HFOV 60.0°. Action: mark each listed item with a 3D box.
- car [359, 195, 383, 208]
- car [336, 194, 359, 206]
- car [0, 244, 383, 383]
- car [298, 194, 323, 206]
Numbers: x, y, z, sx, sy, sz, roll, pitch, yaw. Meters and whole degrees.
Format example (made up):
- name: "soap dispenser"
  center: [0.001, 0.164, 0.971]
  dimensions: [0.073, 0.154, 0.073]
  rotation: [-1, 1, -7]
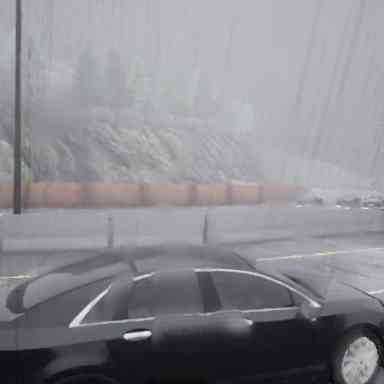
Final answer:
- name: "car"
  center: [21.967, 1.106, 39.606]
  dimensions: [2.033, 1.411, 5.357]
  rotation: [2, 1, 40]
- name: "car"
  center: [20.300, 1.015, 43.028]
  dimensions: [2.033, 1.411, 5.357]
  rotation: [2, 1, 40]
- name: "car"
  center: [0.134, 1.422, 3.953]
  dimensions: [4.892, 1.490, 1.837]
  rotation: [1, 2, -19]
- name: "car"
  center: [15.212, 0.926, 42.541]
  dimensions: [1.812, 1.442, 4.674]
  rotation: [2, 2, 42]
